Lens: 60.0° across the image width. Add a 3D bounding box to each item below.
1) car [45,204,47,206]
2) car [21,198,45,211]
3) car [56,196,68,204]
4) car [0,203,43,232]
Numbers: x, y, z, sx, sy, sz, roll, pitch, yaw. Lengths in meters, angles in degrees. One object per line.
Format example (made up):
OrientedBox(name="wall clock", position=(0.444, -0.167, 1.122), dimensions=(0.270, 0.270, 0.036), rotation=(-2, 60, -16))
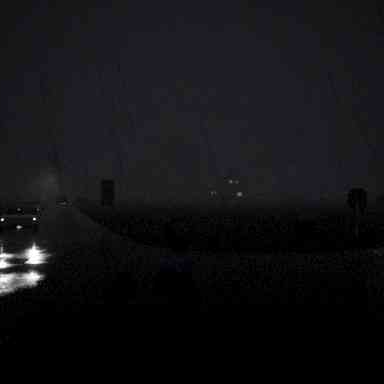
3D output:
OrientedBox(name="car", position=(-17.854, 1.369, 38.027), dimensions=(1.812, 1.442, 4.674), rotation=(1, 0, -22))
OrientedBox(name="car", position=(-13.931, 1.401, 28.657), dimensions=(1.812, 1.442, 4.674), rotation=(1, 0, -22))
OrientedBox(name="car", position=(-23.035, 1.355, 59.025), dimensions=(2.033, 1.411, 5.357), rotation=(1, 0, -21))
OrientedBox(name="car", position=(-9.903, 1.511, 19.369), dimensions=(1.895, 1.301, 4.718), rotation=(1, 0, -24))
